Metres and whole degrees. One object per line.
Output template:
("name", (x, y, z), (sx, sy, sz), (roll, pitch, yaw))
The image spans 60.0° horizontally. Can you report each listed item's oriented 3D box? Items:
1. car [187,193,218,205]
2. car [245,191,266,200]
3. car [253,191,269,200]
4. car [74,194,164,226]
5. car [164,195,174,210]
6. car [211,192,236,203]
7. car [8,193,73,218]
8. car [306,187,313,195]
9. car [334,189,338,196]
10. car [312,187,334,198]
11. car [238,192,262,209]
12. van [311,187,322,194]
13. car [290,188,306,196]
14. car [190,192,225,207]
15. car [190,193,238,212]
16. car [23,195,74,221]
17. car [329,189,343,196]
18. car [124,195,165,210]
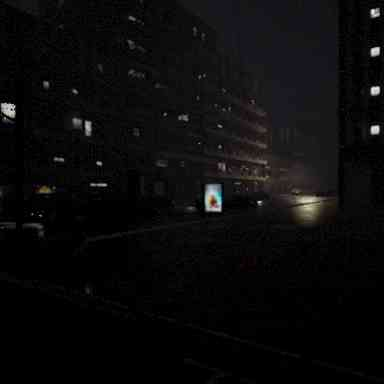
("car", (1.474, 0.821, 43.656), (2.008, 1.369, 4.403), (2, 2, 35))
("car", (11.019, 0.497, 57.284), (1.887, 1.381, 4.507), (2, 2, 35))
("car", (10.591, 0.573, 52.018), (1.812, 1.442, 4.674), (0, 1, 35))
("car", (-4.350, 1.021, 20.722), (2.192, 1.841, 5.009), (1, 2, 35))
("car", (-3.735, 1.009, 31.723), (2.128, 1.511, 4.902), (0, 1, 35))
("car", (4.655, 0.747, 48.198), (1.802, 1.307, 4.206), (2, 2, 35))
("car", (-11.249, 1.003, 25.478), (2.192, 1.841, 5.009), (2, 2, 35))
("car", (26.925, -0.036, 79.997), (1.887, 1.381, 4.507), (2, 2, 35))
("car", (27.469, 0.091, 66.162), (1.967, 1.590, 4.097), (1, 2, 35))
("car", (24.287, 0.302, 61.621), (1.887, 1.381, 4.507), (1, 2, 35))
("car", (5.194, 0.959, 34.359), (1.947, 1.339, 4.313), (1, 2, 35))
("van", (33.288, -0.455, 89.077), (1.690, 1.788, 3.998), (2, 2, 35))
("car", (23.743, -0.034, 75.451), (1.967, 1.590, 4.097), (2, 2, 35))
("car", (1.933, 0.809, 39.802), (1.882, 1.535, 5.008), (0, 1, 35))
("car", (2.012, 1.064, 29.815), (1.947, 1.339, 4.313), (1, 2, 35))
("car", (-9.164, 1.200, 23.973), (1.837, 1.490, 4.892), (0, 1, 37))
("car", (30.651, 0.089, 70.708), (1.887, 1.381, 4.507), (1, 2, 35))
("car", (-4.888, 1.062, 34.571), (1.802, 1.307, 4.206), (2, 2, 35))
